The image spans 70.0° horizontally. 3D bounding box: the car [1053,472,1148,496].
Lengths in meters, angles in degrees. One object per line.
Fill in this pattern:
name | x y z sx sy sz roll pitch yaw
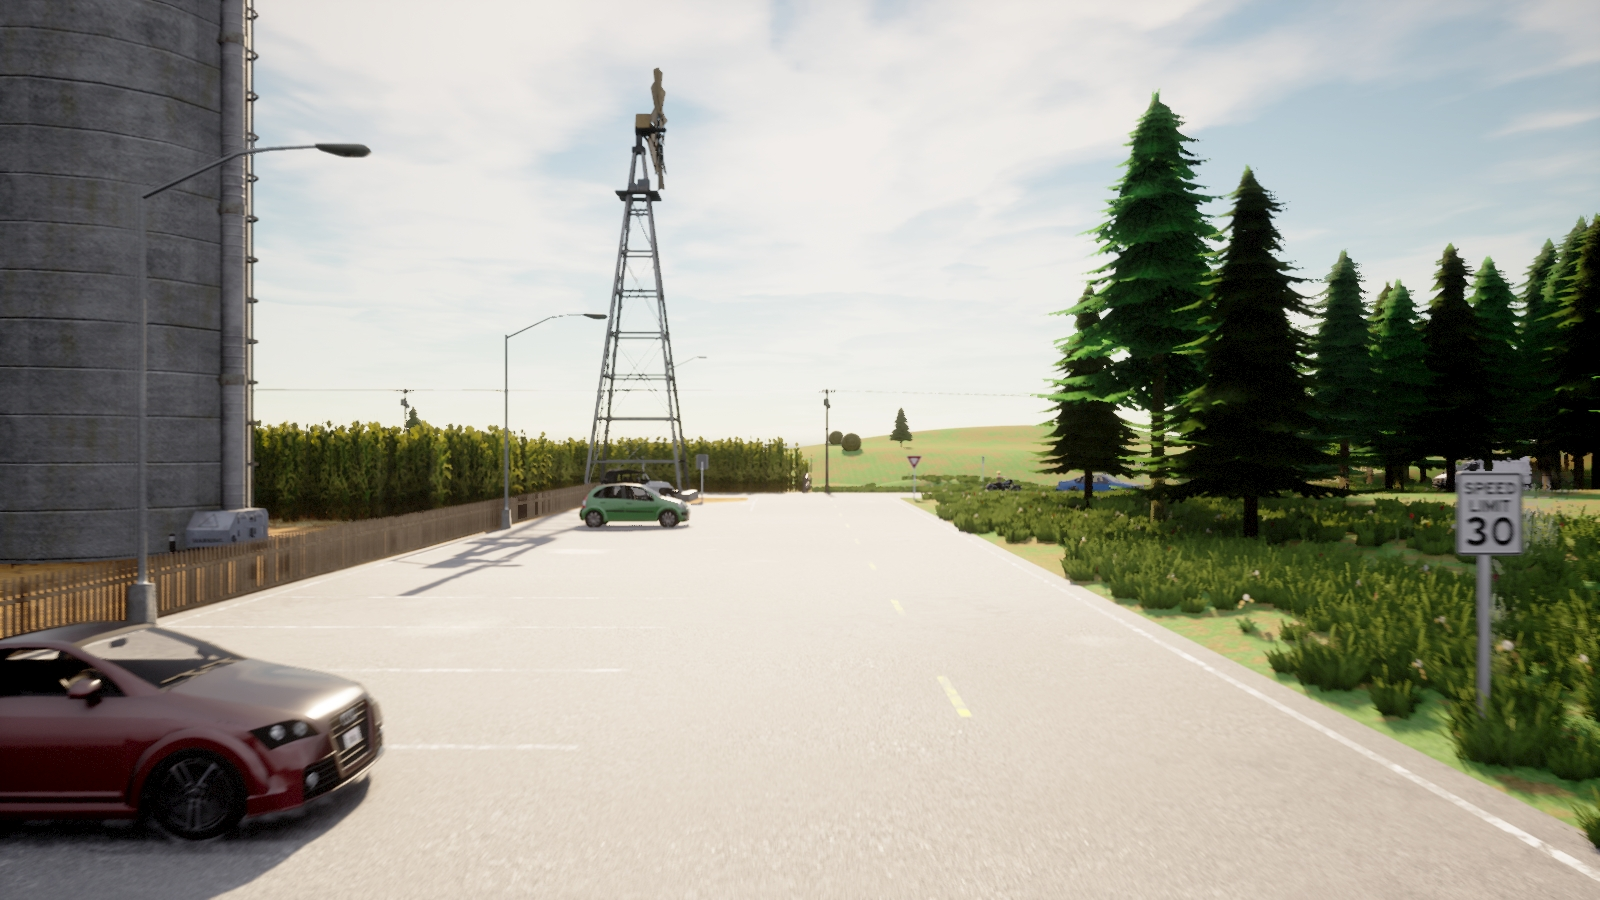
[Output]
car | 18.831 2.106 71.732 5.357 1.411 2.033 0 0 38
